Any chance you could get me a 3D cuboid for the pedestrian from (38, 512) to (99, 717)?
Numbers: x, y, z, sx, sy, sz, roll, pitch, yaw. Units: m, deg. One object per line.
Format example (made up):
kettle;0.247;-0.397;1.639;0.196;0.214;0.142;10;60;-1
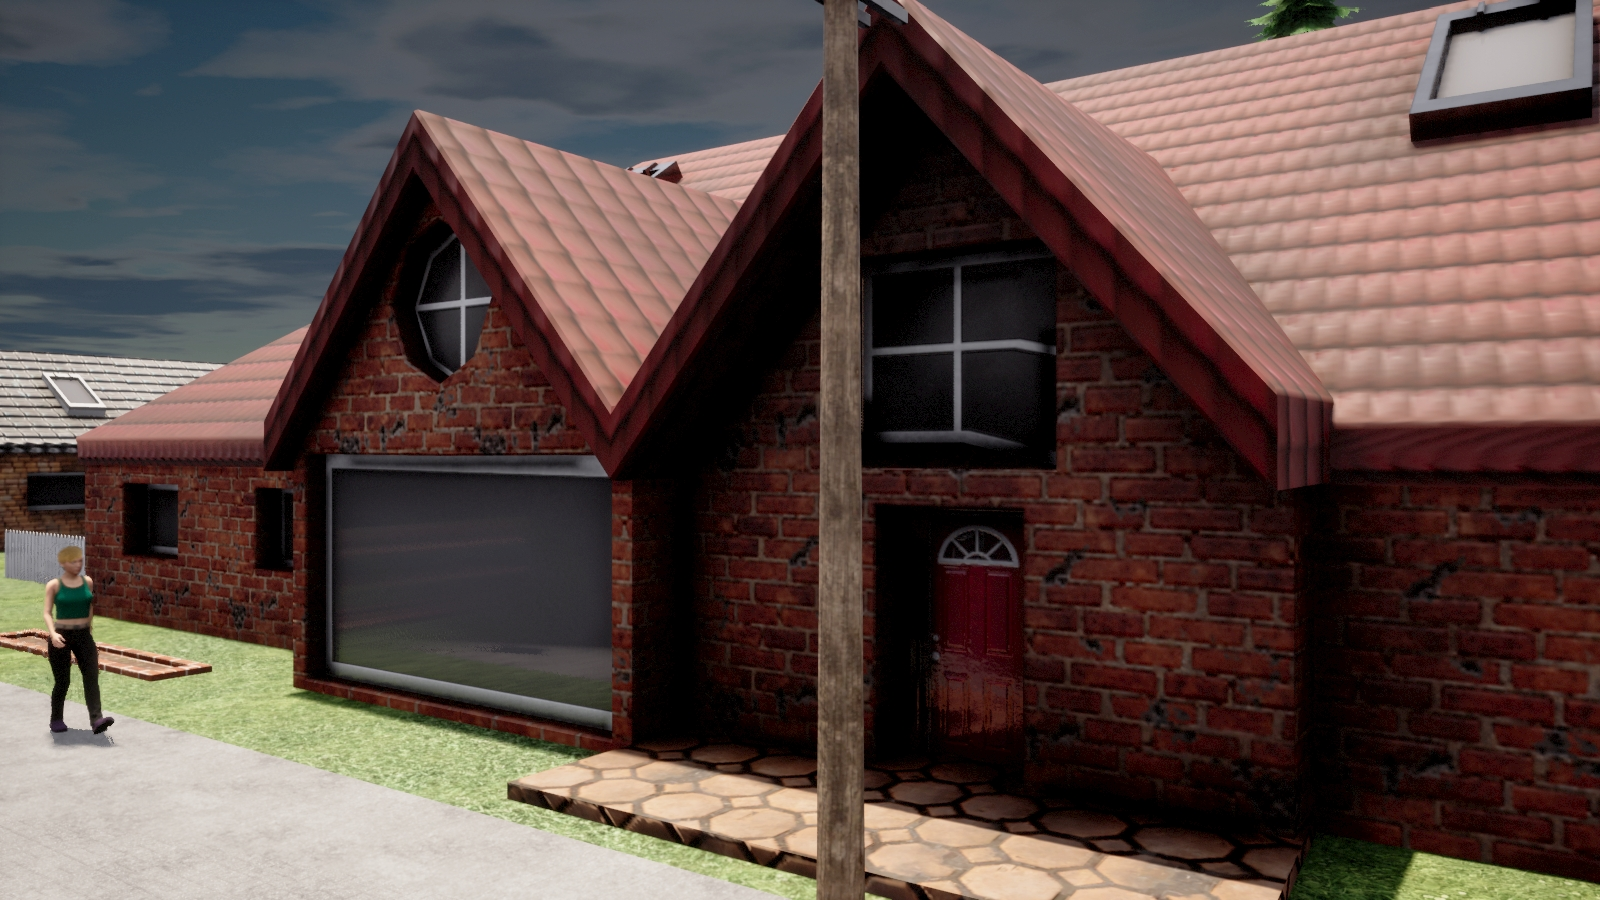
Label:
pedestrian;-6.883;1.524;10.752;0.375;1.860;0.375;0;0;36
